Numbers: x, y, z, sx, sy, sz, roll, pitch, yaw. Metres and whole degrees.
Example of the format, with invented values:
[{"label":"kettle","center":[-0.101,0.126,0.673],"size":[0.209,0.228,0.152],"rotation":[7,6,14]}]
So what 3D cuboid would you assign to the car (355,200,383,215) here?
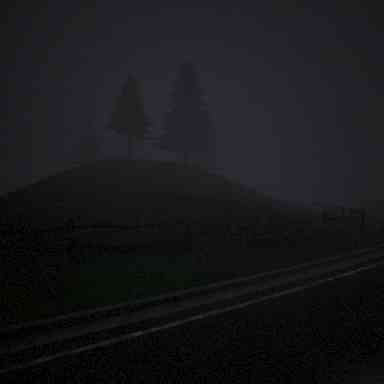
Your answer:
[{"label":"car","center":[21.158,1.760,39.191],"size":[2.097,1.767,4.553],"rotation":[0,-1,2]}]
